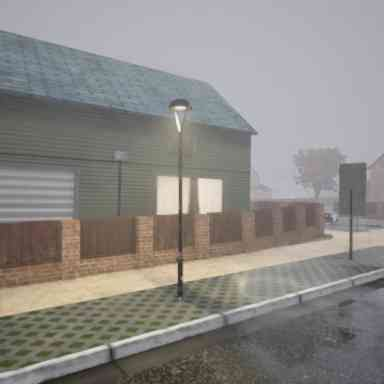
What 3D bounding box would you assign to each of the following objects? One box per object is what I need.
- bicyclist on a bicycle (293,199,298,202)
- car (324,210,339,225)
[{"bbox_3d":[9.734,1.480,31.277,1.656,1.620,0.582,1,-1,-34],"label":"bicyclist on a bicycle"},{"bbox_3d":[7.858,1.505,23.497,2.128,1.511,4.902,2,-1,-34],"label":"car"}]
